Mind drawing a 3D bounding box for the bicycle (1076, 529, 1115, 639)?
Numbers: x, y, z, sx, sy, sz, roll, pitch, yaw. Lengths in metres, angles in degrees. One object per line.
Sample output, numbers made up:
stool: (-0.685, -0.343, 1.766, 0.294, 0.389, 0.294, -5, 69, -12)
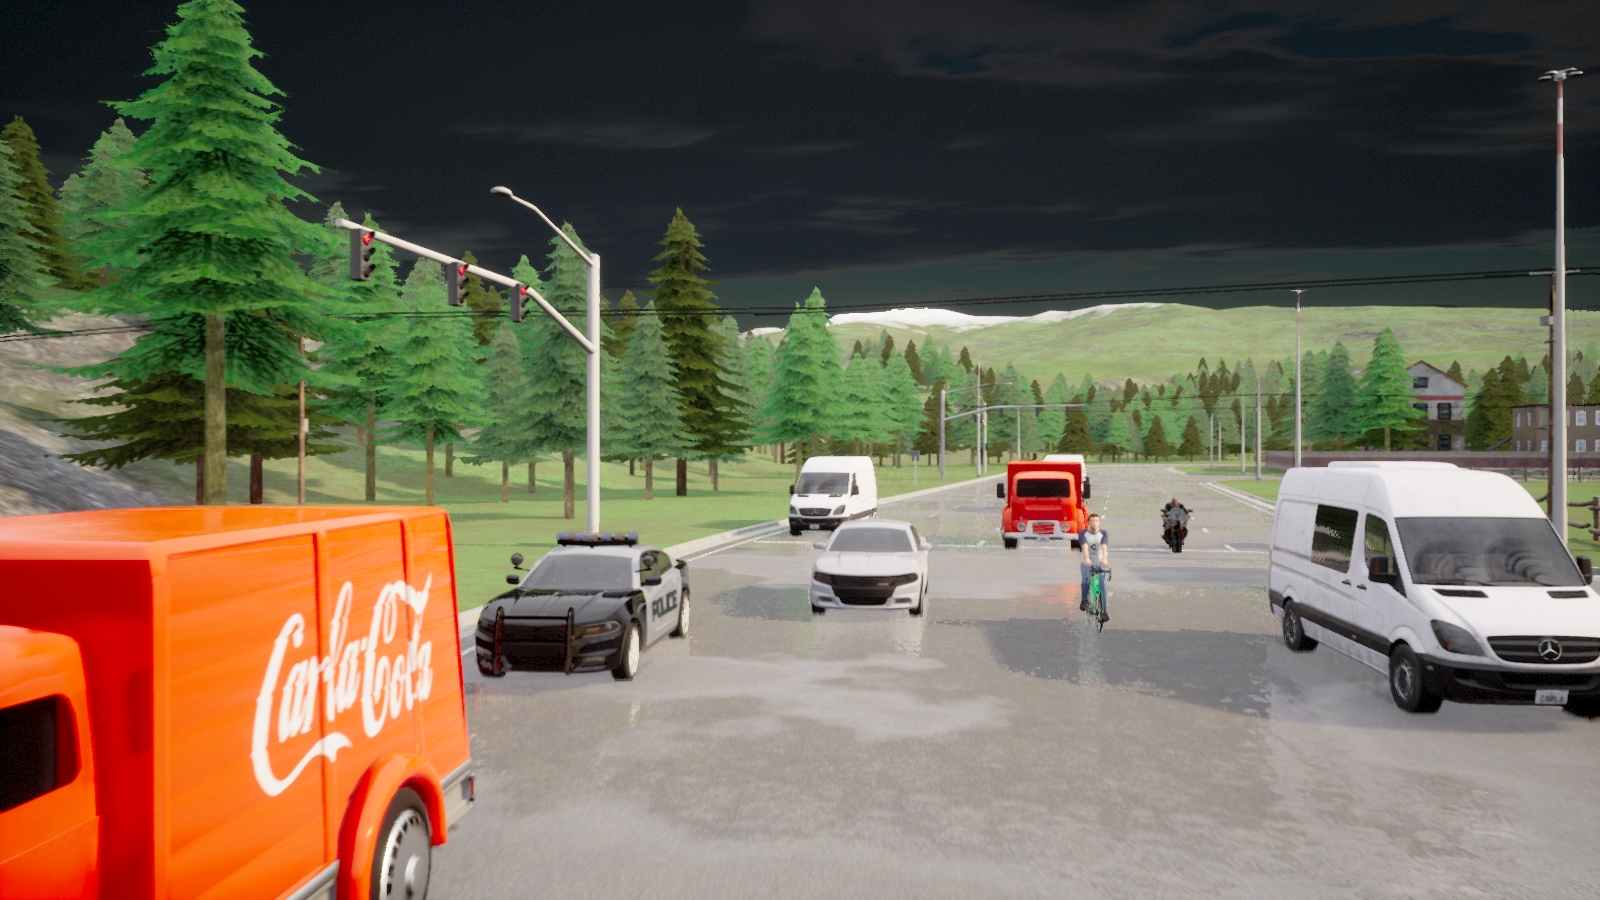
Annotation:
bicycle: (4.581, 2.045, 17.764, 0.373, 1.496, 1.643, 0, 0, 7)

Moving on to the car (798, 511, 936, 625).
car: (1.359, 2.021, 20.794, 2.097, 1.535, 5.006, 0, 0, 8)

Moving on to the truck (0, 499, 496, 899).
truck: (-3.439, 1.564, 5.118, 2.627, 2.467, 5.204, 0, 0, 2)

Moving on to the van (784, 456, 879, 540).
van: (1.173, 1.511, 38.514, 1.988, 2.561, 5.915, 0, 0, 14)

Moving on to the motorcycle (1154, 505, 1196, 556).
motorcycle: (10.303, 2.187, 31.429, 0.867, 1.251, 2.209, 0, 0, 12)

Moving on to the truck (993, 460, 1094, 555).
truck: (7.094, 1.550, 33.140, 2.627, 2.467, 5.204, 0, 0, 13)

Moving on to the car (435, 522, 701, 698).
car: (-2.877, 1.972, 15.597, 2.097, 1.638, 5.238, 0, 0, 6)

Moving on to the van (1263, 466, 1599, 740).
van: (7.620, 1.526, 14.032, 1.988, 2.561, 5.915, 0, 0, 6)
